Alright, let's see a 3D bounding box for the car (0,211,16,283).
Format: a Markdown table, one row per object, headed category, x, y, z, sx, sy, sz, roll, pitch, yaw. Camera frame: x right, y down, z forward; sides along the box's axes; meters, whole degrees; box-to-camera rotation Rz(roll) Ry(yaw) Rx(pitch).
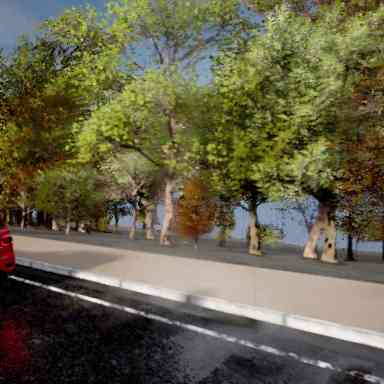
| category | x | y | z | sx | sy | sz | roll | pitch | yaw |
| --- | --- | --- | --- | --- | --- | --- | --- | --- | --- |
| car | -6.733 | 1.299 | 8.490 | 5.566 | 2.045 | 2.150 | -1 | 0 | 36 |
